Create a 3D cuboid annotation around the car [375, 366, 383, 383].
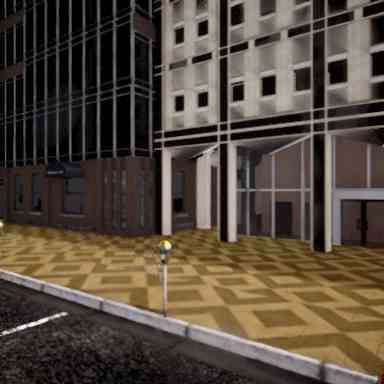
[{"bbox_3d":[3.091,1.322,0.675,5.009,1.841,2.192,0,0,36],"label":"car"}]
